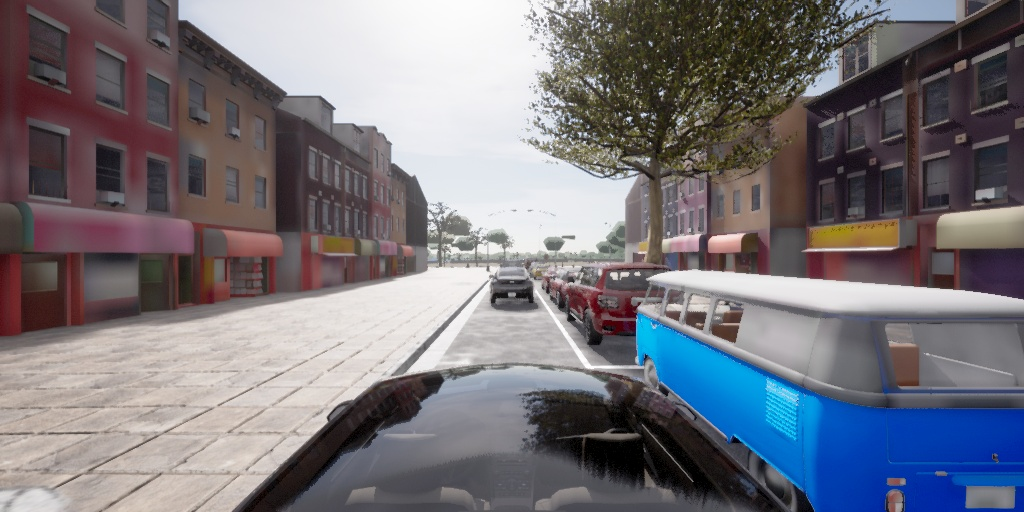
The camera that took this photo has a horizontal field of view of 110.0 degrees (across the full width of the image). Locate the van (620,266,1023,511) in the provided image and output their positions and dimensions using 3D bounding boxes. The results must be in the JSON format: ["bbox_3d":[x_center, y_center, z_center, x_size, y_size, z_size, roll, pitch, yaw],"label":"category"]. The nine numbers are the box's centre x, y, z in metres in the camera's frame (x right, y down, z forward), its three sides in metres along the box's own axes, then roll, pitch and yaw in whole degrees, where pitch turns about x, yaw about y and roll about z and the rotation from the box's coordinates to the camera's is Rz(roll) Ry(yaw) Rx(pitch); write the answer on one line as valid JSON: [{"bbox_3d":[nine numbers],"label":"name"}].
[{"bbox_3d":[2.638,1.090,3.825,1.690,1.789,3.998,0,0,0],"label":"van"}]

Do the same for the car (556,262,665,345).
[{"bbox_3d":[2.638,1.064,9.371,2.192,1.841,5.009,0,0,0],"label":"car"}]

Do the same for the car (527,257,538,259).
[{"bbox_3d":[2.638,1.095,48.188,2.192,1.841,5.009,0,0,0],"label":"car"}]

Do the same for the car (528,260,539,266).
[{"bbox_3d":[2.638,1.280,31.722,1.751,1.417,4.829,0,0,0],"label":"car"}]

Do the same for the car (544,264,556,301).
[{"bbox_3d":[2.638,1.189,14.917,1.967,1.591,4.097,0,0,0],"label":"car"}]

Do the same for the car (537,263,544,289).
[{"bbox_3d":[2.638,1.295,20.462,1.888,1.381,4.507,0,0,0],"label":"car"}]

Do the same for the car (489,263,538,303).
[{"bbox_3d":[0.000,1.267,16.500,1.837,1.490,4.892,0,0,0],"label":"car"}]

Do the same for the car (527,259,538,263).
[{"bbox_3d":[2.638,1.314,37.097,2.007,1.370,4.403,0,0,0],"label":"car"}]

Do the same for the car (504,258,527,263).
[{"bbox_3d":[0.000,1.122,31.471,2.097,1.767,4.553,0,0,0],"label":"car"}]
